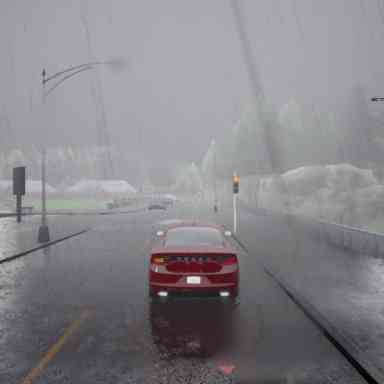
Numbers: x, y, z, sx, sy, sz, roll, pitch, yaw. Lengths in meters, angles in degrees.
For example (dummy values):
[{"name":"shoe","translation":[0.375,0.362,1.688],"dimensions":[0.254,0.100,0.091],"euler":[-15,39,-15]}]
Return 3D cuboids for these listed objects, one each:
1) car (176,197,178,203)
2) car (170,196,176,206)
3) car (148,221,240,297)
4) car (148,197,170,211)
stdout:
[{"name":"car","translation":[-4.061,1.524,70.141],"dimensions":[1.812,1.442,4.674],"euler":[0,0,0]},{"name":"car","translation":[-4.137,1.564,54.694],"dimensions":[1.994,1.385,4.181],"euler":[0,0,0]},{"name":"car","translation":[0.052,1.478,8.630],"dimensions":[1.882,1.535,5.008],"euler":[0,0,0]},{"name":"car","translation":[-4.131,1.563,40.297],"dimensions":[1.994,1.385,4.181],"euler":[0,0,0]}]
